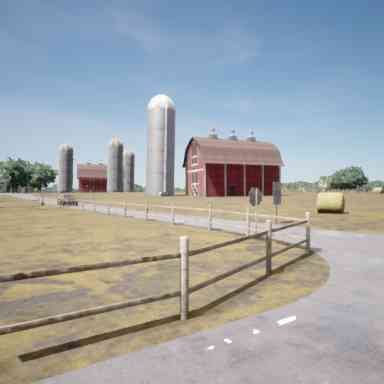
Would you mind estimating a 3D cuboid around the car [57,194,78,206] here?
[{"bbox_3d":[-18.687,1.084,49.918,2.097,1.767,4.553,2,0,-35],"label":"car"}]
